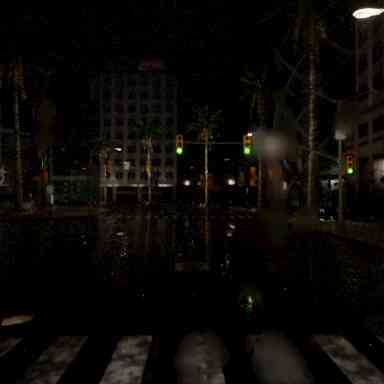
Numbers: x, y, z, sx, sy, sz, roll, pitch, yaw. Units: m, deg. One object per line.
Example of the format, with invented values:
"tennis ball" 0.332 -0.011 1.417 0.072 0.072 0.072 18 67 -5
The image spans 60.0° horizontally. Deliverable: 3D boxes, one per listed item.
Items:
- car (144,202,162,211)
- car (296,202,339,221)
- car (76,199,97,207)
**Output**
"car" -6.264 2.281 53.280 1.895 1.301 4.718 0 -1 -19
"car" 11.200 1.621 29.652 2.097 1.767 4.553 1 -2 -11
"car" -22.001 2.240 69.296 4.553 1.767 2.097 0 -1 32
